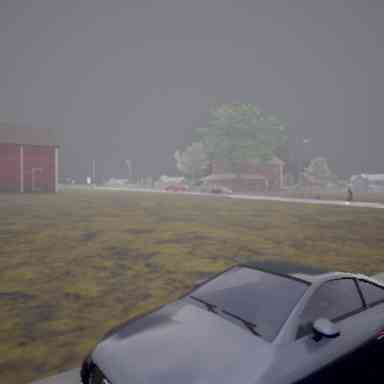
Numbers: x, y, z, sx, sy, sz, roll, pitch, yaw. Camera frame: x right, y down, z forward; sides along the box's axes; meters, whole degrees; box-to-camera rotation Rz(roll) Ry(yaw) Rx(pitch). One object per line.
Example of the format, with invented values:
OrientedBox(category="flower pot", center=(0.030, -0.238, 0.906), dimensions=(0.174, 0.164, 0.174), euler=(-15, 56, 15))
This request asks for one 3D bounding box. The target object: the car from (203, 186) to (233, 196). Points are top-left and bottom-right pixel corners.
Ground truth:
OrientedBox(category="car", center=(4.446, -0.223, 52.227), dimensions=(2.128, 1.511, 4.902), euler=(0, 2, -35))

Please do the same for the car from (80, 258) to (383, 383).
OrientedBox(category="car", center=(0.957, 1.538, 3.751), dimensions=(4.181, 1.385, 1.994), euler=(-1, 0, -35))

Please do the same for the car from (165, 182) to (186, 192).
OrientedBox(category="car", center=(-3.378, -1.095, 68.015), dimensions=(2.150, 2.045, 5.566), euler=(0, 2, -36))

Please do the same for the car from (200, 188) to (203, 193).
OrientedBox(category="car", center=(3.245, -0.423, 58.841), dimensions=(1.812, 1.442, 4.674), euler=(0, 2, -35))

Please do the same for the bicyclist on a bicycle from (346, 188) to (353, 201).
OrientedBox(category="bicyclist on a bicycle", center=(19.583, 0.349, 41.332), dimensions=(1.656, 1.620, 0.582), euler=(0, 2, -36))
